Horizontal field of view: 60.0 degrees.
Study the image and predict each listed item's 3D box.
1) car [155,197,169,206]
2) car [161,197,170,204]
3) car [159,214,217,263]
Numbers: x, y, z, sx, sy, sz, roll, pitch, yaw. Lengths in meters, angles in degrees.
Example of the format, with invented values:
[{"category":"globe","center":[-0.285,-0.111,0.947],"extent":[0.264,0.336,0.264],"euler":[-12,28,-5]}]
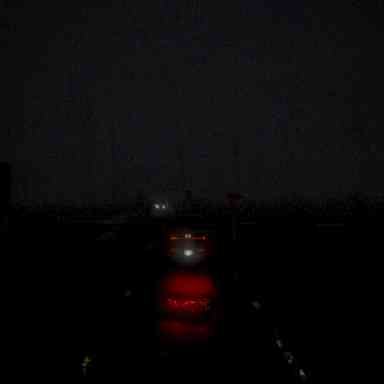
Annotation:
[{"category":"car","center":[-6.220,2.085,66.675],"extent":[1.994,1.385,4.181],"euler":[0,0,-2]},{"category":"car","center":[-6.619,2.077,82.715],"extent":[1.837,1.490,4.892],"euler":[0,-1,-1]},{"category":"car","center":[-0.160,1.591,12.373],"extent":[1.837,1.490,4.892],"euler":[0,0,-1]}]
